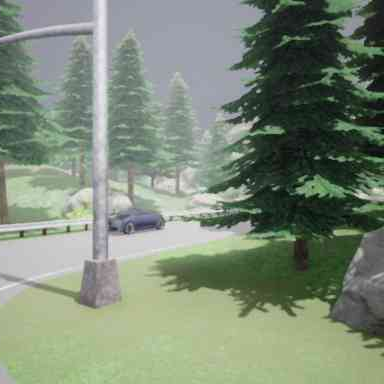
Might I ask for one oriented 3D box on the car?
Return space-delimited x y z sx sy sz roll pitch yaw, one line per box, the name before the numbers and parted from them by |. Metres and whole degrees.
car | -3.451 1.639 19.534 1.994 1.385 4.181 0 0 35
